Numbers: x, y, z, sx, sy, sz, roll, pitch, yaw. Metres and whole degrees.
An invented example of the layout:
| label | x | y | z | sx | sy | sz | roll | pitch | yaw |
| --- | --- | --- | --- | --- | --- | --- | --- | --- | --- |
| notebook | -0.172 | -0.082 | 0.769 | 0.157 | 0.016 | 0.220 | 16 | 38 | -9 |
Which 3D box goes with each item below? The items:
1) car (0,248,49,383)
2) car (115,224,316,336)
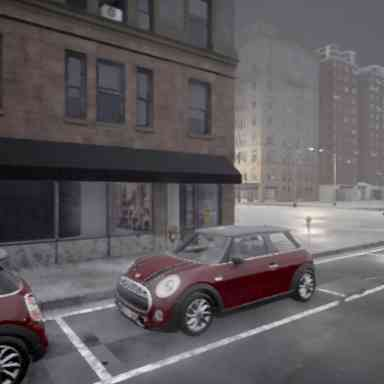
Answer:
| label | x | y | z | sx | sy | sz | roll | pitch | yaw |
| --- | --- | --- | --- | --- | --- | --- | --- | --- | --- |
| car | -3.827 | 1.441 | 3.458 | 4.097 | 1.590 | 1.967 | 0 | 0 | -35 |
| car | 0.577 | 1.439 | 6.598 | 4.097 | 1.590 | 1.967 | 0 | 0 | -35 |
